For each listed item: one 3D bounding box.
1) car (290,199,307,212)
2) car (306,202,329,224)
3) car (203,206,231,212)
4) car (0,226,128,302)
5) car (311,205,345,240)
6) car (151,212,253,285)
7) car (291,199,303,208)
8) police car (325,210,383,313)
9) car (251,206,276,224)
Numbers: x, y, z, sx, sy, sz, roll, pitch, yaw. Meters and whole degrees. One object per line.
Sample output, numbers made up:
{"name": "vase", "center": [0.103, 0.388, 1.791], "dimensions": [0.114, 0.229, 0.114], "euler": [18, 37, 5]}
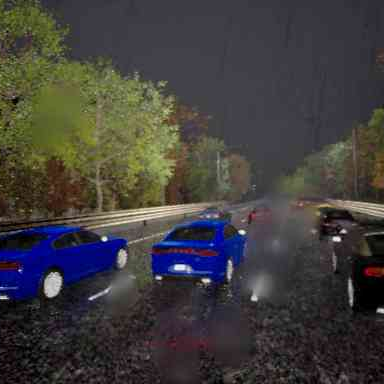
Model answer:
{"name": "car", "center": [13.999, 1.654, 42.856], "dimensions": [2.097, 1.767, 4.553], "euler": [-1, -1, 16]}
{"name": "car", "center": [9.172, 1.569, 23.028], "dimensions": [1.801, 1.575, 5.366], "euler": [-1, -1, 17]}
{"name": "car", "center": [1.925, 1.853, 26.543], "dimensions": [2.033, 1.411, 5.357], "euler": [-1, -1, 17]}
{"name": "car", "center": [-3.523, 1.660, 8.964], "dimensions": [1.882, 1.535, 5.008], "euler": [-1, -1, 18]}
{"name": "car", "center": [7.349, 1.595, 17.071], "dimensions": [1.812, 1.442, 4.674], "euler": [-1, -1, 17]}
{"name": "car", "center": [0.469, 1.592, 9.988], "dimensions": [1.882, 1.535, 5.008], "euler": [-1, -1, 17]}
{"name": "car", "center": [18.576, 1.979, 58.997], "dimensions": [1.812, 1.442, 4.674], "euler": [-1, -1, 15]}
{"name": "police car", "center": [4.381, 1.431, 7.569], "dimensions": [1.930, 1.638, 5.238], "euler": [-1, -1, 18]}
{"name": "car", "center": [5.768, 1.802, 27.168], "dimensions": [1.994, 1.385, 4.181], "euler": [-1, -1, 17]}
